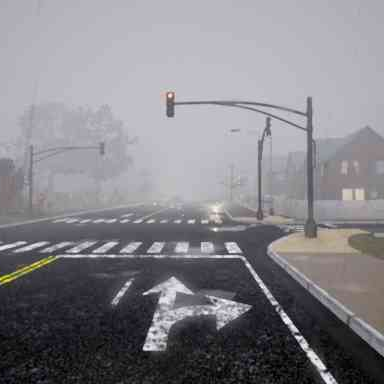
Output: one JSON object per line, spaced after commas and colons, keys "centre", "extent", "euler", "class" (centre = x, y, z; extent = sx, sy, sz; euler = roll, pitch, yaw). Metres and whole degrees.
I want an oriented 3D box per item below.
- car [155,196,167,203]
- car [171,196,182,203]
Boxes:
{"centre": [-6.319, 1.484, 68.173], "extent": [1.882, 1.535, 5.008], "euler": [0, 0, 5], "class": "car"}
{"centre": [-3.085, 1.523, 67.855], "extent": [1.812, 1.442, 4.674], "euler": [0, 0, 5], "class": "car"}
